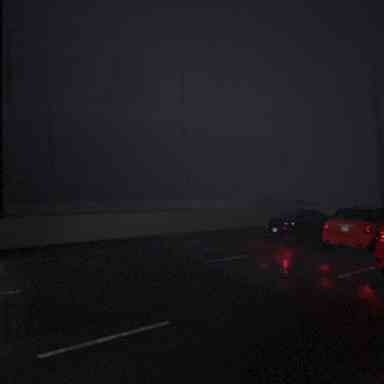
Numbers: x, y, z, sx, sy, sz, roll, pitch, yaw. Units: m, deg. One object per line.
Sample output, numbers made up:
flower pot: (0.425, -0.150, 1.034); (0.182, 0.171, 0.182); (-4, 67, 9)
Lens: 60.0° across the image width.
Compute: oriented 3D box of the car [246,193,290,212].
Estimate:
car: (9.375, 1.204, 40.784); (5.566, 2.045, 2.150); (0, 0, -35)

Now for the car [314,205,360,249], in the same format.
car: (7.236, 1.346, 13.211); (4.553, 1.767, 2.097); (0, 0, -36)

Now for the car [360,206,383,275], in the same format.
car: (6.999, 1.217, 8.742); (5.566, 2.045, 2.150); (0, 0, -36)

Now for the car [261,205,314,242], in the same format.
car: (5.622, 1.519, 16.360); (4.674, 1.442, 1.812); (0, 0, -36)

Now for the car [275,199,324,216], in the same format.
car: (10.764, 1.479, 33.174); (4.902, 1.511, 2.128); (0, 0, -35)
